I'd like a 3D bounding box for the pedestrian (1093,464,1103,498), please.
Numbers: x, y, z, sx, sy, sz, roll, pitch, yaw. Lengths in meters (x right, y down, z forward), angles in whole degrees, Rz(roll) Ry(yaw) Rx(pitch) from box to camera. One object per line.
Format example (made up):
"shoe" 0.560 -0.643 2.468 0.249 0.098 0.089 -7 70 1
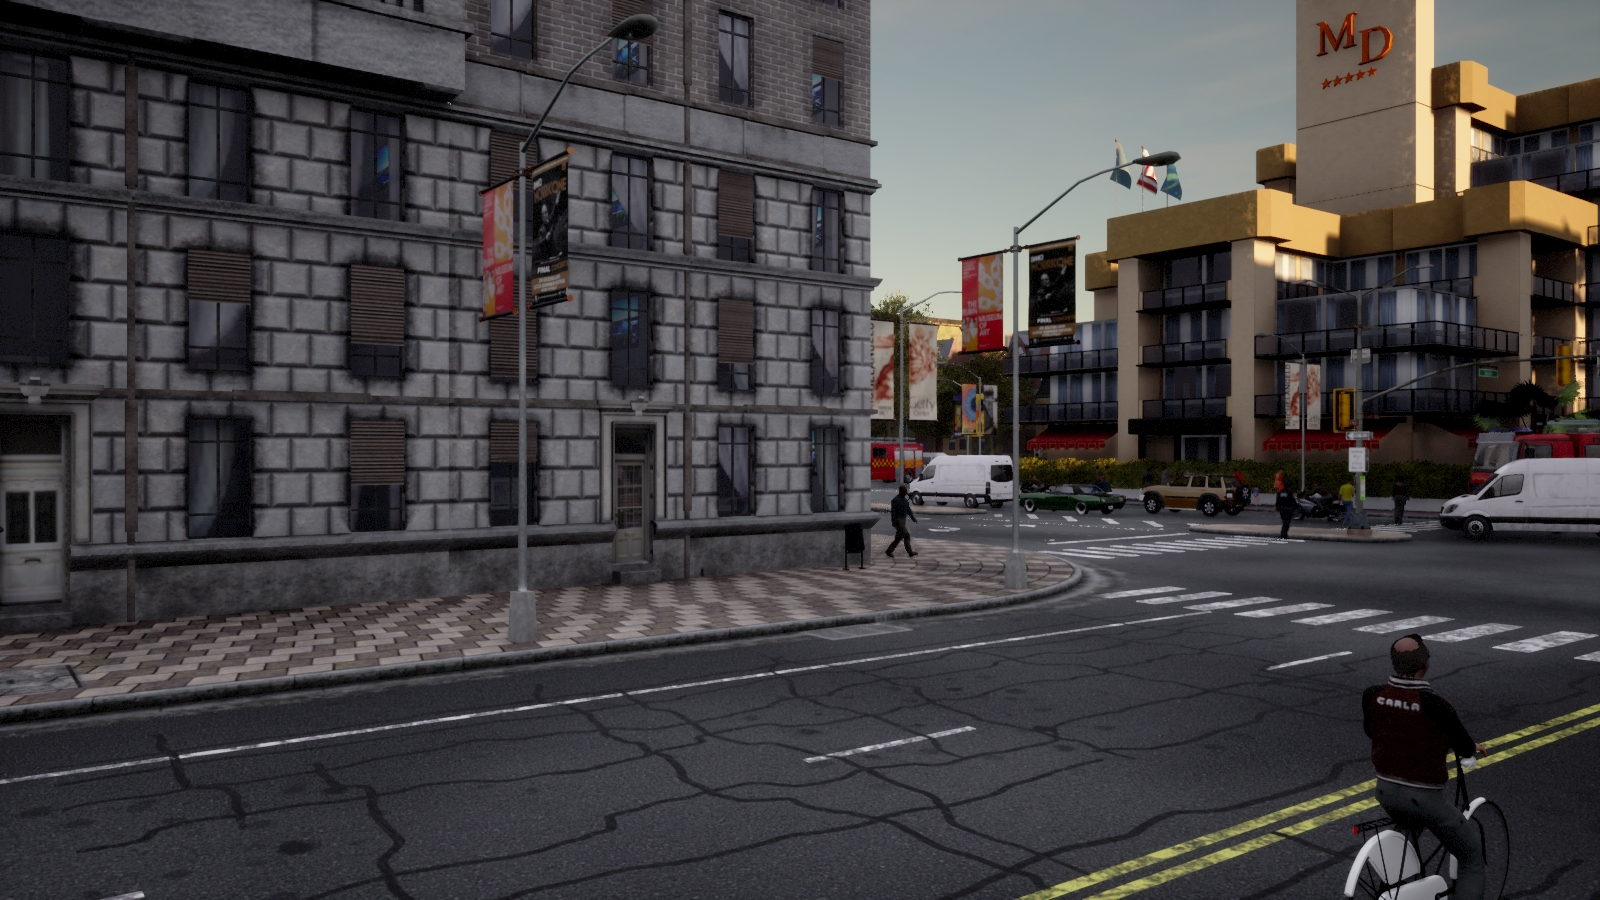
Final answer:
"pedestrian" 16.225 1.696 62.238 0.375 1.860 0.375 0 0 -39

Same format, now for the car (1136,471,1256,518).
"car" 17.034 1.864 49.374 1.932 1.855 4.605 0 0 -37

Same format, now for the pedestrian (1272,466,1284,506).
"pedestrian" 22.520 1.696 53.853 0.375 1.860 0.375 0 0 -37

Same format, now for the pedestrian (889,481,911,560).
"pedestrian" 2.428 1.696 27.640 0.375 1.860 0.375 0 0 41

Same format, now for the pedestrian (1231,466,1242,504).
"pedestrian" 21.316 1.696 55.787 0.375 1.860 0.375 0 0 -30

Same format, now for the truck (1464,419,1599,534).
"truck" 28.058 0.890 39.405 8.468 3.827 2.891 0 0 5

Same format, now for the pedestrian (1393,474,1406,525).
"pedestrian" 22.451 1.848 42.794 0.375 1.860 0.375 0 0 37

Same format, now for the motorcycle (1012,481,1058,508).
"motorcycle" 11.640 2.205 56.539 0.867 1.251 2.209 0 0 -37

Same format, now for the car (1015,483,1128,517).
"car" 11.885 2.155 50.351 1.895 1.301 4.718 0 0 -37

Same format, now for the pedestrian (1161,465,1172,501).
"pedestrian" 18.893 1.696 58.933 0.375 1.860 0.375 0 0 -30

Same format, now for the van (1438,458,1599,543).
"van" 23.576 1.534 36.095 5.915 2.561 1.988 0 0 28

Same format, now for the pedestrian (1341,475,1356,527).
"pedestrian" 19.907 1.848 41.483 0.375 1.860 0.375 0 0 -38

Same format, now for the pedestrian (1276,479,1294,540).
"pedestrian" 15.007 1.849 35.350 0.375 1.860 0.375 0 0 45

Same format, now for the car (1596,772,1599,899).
"car" 4.999 1.754 3.274 6.274 2.098 2.390 0 0 -34

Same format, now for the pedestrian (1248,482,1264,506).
"pedestrian" 21.491 2.077 53.860 0.500 1.100 0.500 0 0 -36

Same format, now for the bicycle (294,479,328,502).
"bicycle" -27.412 2.260 64.068 1.835 1.171 0.329 4 -1 12

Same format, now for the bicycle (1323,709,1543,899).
"bicycle" 3.626 2.210 6.476 1.835 1.171 0.329 0 0 -35

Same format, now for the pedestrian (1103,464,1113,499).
"pedestrian" 16.650 1.696 61.672 0.375 1.860 0.375 0 0 -40

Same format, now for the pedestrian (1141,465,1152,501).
"pedestrian" 17.943 1.698 59.168 0.375 1.860 0.375 0 0 -39
